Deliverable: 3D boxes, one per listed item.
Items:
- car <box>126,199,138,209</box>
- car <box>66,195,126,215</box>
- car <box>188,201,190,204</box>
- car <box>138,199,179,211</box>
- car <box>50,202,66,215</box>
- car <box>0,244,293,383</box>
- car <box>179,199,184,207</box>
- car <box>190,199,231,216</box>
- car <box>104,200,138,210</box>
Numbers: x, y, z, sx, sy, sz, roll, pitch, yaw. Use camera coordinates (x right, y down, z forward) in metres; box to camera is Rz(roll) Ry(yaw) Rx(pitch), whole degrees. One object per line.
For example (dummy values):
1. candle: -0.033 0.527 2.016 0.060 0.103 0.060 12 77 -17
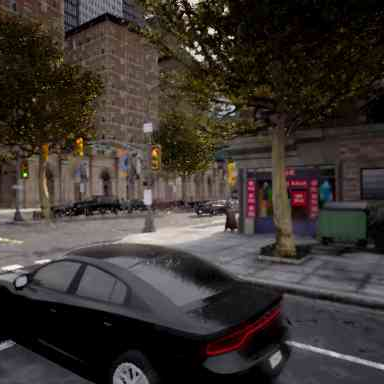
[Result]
1. car: -7.921 1.702 45.286 1.812 1.442 4.674 0 0 36
2. car: -10.275 1.379 36.043 2.150 2.045 5.566 0 0 36
3. car: 1.637 1.758 52.580 1.895 1.301 4.718 0 0 36
4. car: -4.376 1.635 44.240 1.882 1.535 5.008 0 0 36
5. car: -13.540 1.724 37.493 2.033 1.411 5.357 0 0 36
6. car: -1.164 1.497 4.748 5.008 1.535 1.882 0 0 36
7. car: -2.056 1.740 53.444 1.994 1.385 4.181 0 0 36
8. car: 2.223 1.599 33.563 1.837 1.490 4.892 0 0 36
9. car: -10.055 1.788 47.733 1.895 1.301 4.718 0 0 36
